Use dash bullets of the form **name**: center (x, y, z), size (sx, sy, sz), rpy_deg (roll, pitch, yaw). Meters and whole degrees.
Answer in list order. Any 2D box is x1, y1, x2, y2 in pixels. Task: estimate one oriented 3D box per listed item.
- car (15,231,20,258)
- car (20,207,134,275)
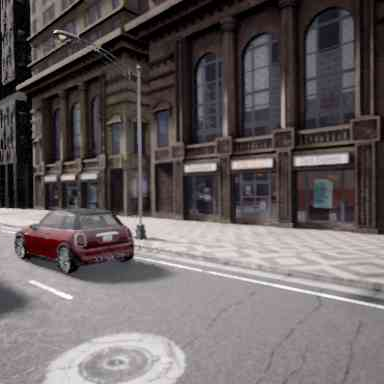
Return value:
- **car**: center (-6.460, 1.539, 8.341), size (4.902, 1.511, 2.128), rpy_deg (-1, 1, 43)
- **car**: center (-3.928, 1.335, 10.761), size (4.553, 1.767, 2.097), rpy_deg (-1, 1, 43)
